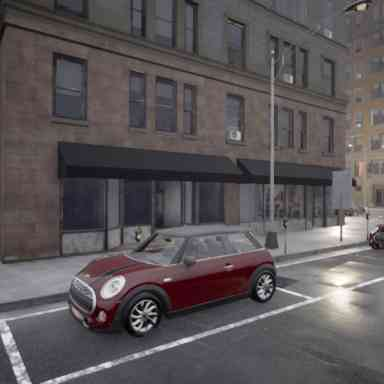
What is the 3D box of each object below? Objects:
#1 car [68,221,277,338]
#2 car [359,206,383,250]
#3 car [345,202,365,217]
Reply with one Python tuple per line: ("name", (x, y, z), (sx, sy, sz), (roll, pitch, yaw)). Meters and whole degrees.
("car", (-0.260, 1.441, 6.577), (4.097, 1.590, 1.967), (0, 0, -36))
("car", (8.673, 1.447, 12.972), (4.097, 1.590, 1.967), (0, 0, -36))
("car", (12.386, 1.257, 29.703), (2.097, 1.767, 4.553), (1, 0, -36))
